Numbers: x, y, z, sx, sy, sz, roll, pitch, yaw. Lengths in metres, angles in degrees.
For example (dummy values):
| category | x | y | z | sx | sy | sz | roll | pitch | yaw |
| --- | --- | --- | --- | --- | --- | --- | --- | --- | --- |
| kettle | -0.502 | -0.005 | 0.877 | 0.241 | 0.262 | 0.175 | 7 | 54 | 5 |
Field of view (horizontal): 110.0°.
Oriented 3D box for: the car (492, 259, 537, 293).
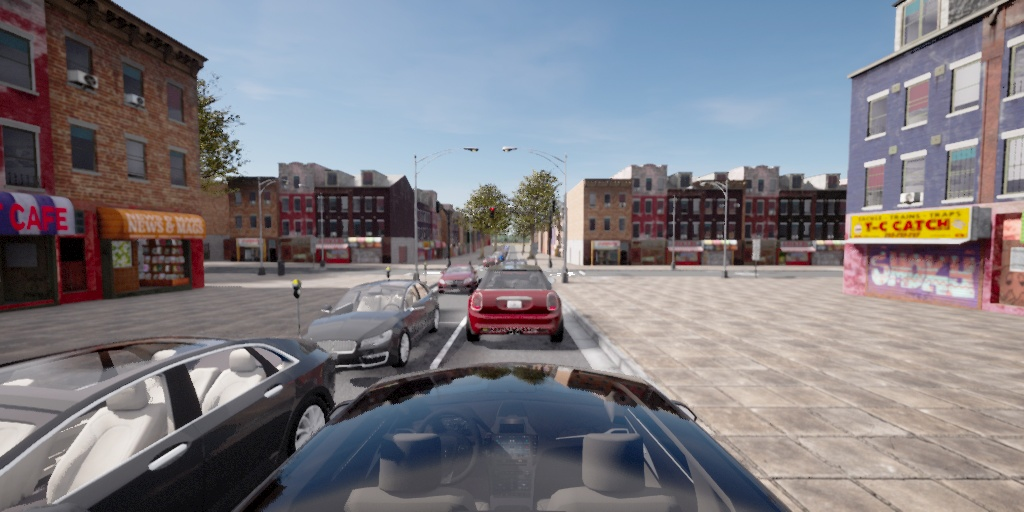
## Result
| category | x | y | z | sx | sy | sz | roll | pitch | yaw |
| --- | --- | --- | --- | --- | --- | --- | --- | --- | --- |
| car | 0.163 | 0.976 | 19.437 | 2.128 | 1.511 | 4.902 | 0 | 1 | 1 |

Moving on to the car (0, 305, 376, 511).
| category | x | y | z | sx | sy | sz | roll | pitch | yaw |
| --- | --- | --- | --- | --- | --- | --- | --- | --- | --- |
| car | -2.640 | 1.295 | 2.026 | 2.007 | 1.370 | 4.403 | 0 | 0 | 0 |

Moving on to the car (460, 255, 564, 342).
| category | x | y | z | sx | sy | sz | roll | pitch | yaw |
| --- | --- | --- | --- | --- | --- | --- | --- | --- | --- |
| car | 0.111 | 0.982 | 9.504 | 2.097 | 1.767 | 4.553 | 0 | 1 | 2 |

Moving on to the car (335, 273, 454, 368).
| category | x | y | z | sx | sy | sz | roll | pitch | yaw |
| --- | --- | --- | --- | --- | --- | --- | --- | --- | --- |
| car | -2.631 | 1.211 | 7.474 | 2.007 | 1.370 | 4.403 | 0 | 0 | 0 |

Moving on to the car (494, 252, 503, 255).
| category | x | y | z | sx | sy | sz | roll | pitch | yaw |
| --- | --- | --- | --- | --- | --- | --- | --- | --- | --- |
| car | -2.567 | 0.579 | 45.139 | 1.967 | 1.591 | 4.097 | 0 | 0 | 0 |

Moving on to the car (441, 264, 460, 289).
| category | x | y | z | sx | sy | sz | roll | pitch | yaw |
| --- | --- | --- | --- | --- | --- | --- | --- | --- | --- |
| car | -2.612 | 1.082 | 18.366 | 1.802 | 1.307 | 4.207 | 0 | 0 | 0 |
